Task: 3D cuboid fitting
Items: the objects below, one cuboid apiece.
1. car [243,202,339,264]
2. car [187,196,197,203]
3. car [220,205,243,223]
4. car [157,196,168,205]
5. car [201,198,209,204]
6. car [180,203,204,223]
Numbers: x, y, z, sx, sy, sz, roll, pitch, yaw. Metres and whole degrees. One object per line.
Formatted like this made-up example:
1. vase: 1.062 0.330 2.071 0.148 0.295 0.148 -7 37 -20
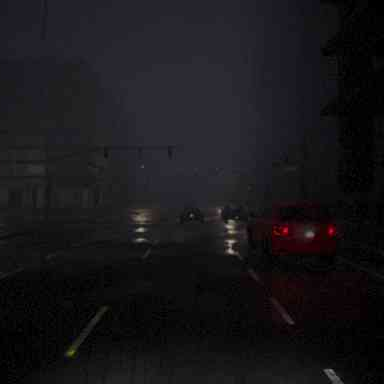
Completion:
1. car: 3.511 1.364 12.567 2.150 2.045 5.566 0 0 0
2. car: -0.009 2.178 87.392 2.150 2.045 5.566 0 -1 1
3. car: 3.507 1.819 28.494 2.128 1.511 4.902 0 -1 0
4. car: -7.093 2.113 80.765 2.150 2.045 5.566 0 -1 1
5. car: 3.498 2.320 87.917 2.097 1.767 4.553 0 -1 1
6. car: 0.001 1.887 28.522 1.994 1.385 4.181 0 -1 1
